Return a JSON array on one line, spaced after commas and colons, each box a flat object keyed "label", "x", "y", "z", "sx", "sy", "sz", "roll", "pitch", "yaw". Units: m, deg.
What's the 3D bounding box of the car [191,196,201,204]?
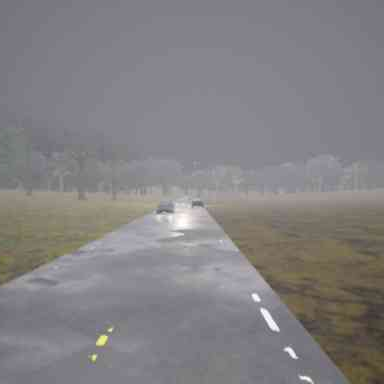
[{"label": "car", "x": 0.838, "y": 1.654, "z": 67.231, "sx": 1.882, "sy": 1.535, "sz": 5.008, "roll": 0, "pitch": 0, "yaw": 0}]

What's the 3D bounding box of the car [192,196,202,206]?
[{"label": "car", "x": 0.837, "y": 1.626, "z": 61.420, "sx": 1.801, "sy": 1.575, "sz": 5.366, "roll": 0, "pitch": 0, "yaw": 0}]

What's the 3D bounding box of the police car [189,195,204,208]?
[{"label": "police car", "x": 0.835, "y": 1.585, "z": 51.340, "sx": 1.930, "sy": 1.638, "sz": 5.238, "roll": 0, "pitch": 0, "yaw": 0}]

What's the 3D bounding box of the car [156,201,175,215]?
[{"label": "car", "x": -2.839, "y": 1.679, "z": 36.424, "sx": 2.033, "sy": 1.411, "sz": 5.357, "roll": 0, "pitch": 0, "yaw": 0}]

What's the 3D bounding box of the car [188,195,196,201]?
[{"label": "car", "x": 0.016, "y": 1.575, "z": 85.586, "sx": 2.033, "sy": 1.411, "sz": 5.357, "roll": 0, "pitch": 0, "yaw": 0}]
